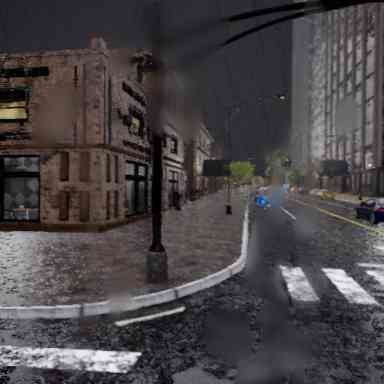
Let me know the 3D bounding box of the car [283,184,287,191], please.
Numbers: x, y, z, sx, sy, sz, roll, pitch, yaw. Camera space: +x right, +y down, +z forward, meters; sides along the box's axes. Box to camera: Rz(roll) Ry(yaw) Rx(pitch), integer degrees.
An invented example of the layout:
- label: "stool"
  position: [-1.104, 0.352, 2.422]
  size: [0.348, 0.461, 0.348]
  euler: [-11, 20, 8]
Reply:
- label: "car"
  position: [22.881, -0.813, 76.559]
  size: [2.192, 1.841, 5.009]
  euler: [1, 2, 9]

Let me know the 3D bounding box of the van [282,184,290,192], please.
- label: "van"
  position: [24.673, -1.094, 87.479]
  size: [1.690, 1.788, 3.998]
  euler: [1, 2, 9]

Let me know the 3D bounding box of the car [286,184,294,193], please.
- label: "car"
  position: [22.009, -0.454, 71.273]
  size: [1.752, 1.417, 4.829]
  euler: [1, 2, 9]

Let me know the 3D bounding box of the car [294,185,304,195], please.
- label: "car"
  position: [20.190, -0.123, 60.187]
  size: [1.887, 1.381, 4.507]
  euler: [1, 2, 9]

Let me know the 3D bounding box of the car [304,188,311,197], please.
- label: "car"
  position: [18.426, 0.160, 49.434]
  size: [1.752, 1.417, 4.829]
  euler: [1, 2, 9]

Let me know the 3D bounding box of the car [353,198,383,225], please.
- label: "car"
  position: [10.811, 1.039, 19.077]
  size: [1.994, 1.385, 4.181]
  euler: [1, 2, 9]

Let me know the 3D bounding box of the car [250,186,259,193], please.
- label: "car"
  position: [14.582, -0.680, 77.762]
  size: [1.752, 1.417, 4.829]
  euler: [1, 2, 9]

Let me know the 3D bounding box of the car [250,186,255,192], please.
- label: "car"
  position: [9.234, 0.277, 45.175]
  size: [1.947, 1.339, 4.313]
  euler: [1, 2, 9]

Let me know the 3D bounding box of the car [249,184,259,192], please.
- label: "car"
  position: [15.510, -1.048, 83.382]
  size: [2.192, 1.841, 5.009]
  euler: [1, 2, 9]

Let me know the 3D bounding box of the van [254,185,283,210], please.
- label: "van"
  position: [6.552, 0.513, 28.790]
  size: [1.690, 1.788, 3.998]
  euler: [1, 2, 9]

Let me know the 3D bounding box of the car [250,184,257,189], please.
- label: "car"
  position: [11.031, -0.280, 56.085]
  size: [2.192, 1.841, 5.009]
  euler: [1, 2, 9]

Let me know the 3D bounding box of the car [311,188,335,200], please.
- label: "car"
  position: [17.531, 0.314, 43.975]
  size: [1.752, 1.417, 4.829]
  euler: [1, 2, 9]

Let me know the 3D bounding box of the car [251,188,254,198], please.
- label: "car"
  position: [8.338, 0.447, 39.716]
  size: [1.802, 1.307, 4.206]
  euler: [1, 2, 9]
